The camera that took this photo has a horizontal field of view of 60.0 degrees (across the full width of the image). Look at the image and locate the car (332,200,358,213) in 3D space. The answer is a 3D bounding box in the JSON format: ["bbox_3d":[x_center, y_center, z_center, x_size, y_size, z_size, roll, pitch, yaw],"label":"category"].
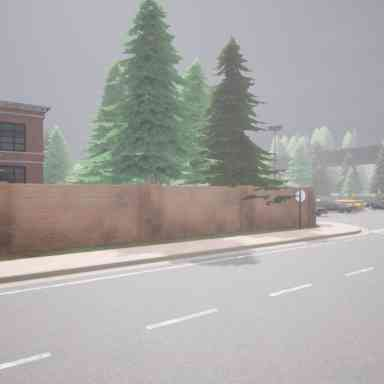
[{"bbox_3d":[15.466,1.547,36.994,2.033,1.411,5.357,0,0,-35],"label":"car"}]

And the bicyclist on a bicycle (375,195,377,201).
[{"bbox_3d":[30.154,1.300,54.305,1.656,1.620,0.582,0,0,-35],"label":"bicyclist on a bicycle"}]

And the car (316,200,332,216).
[{"bbox_3d":[10.302,1.547,32.148,2.033,1.411,5.357,0,0,-35],"label":"car"}]

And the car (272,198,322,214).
[{"bbox_3d":[11.433,1.491,36.625,2.128,1.511,4.902,0,0,-36],"label":"car"}]

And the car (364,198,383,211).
[{"bbox_3d":[22.790,1.492,39.104,2.128,1.511,4.902,0,0,-35],"label":"car"}]
